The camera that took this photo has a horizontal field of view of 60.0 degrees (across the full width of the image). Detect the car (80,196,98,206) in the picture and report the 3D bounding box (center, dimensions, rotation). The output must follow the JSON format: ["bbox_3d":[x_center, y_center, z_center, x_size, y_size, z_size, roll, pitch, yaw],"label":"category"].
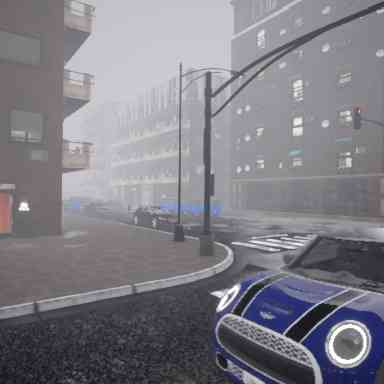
[{"bbox_3d":[-18.107,1.597,58.349,1.967,1.590,4.097,1,-1,-35],"label":"car"}]

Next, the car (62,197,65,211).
[{"bbox_3d":[-15.065,1.580,40.059,2.008,1.369,4.403,1,-1,-35],"label":"car"}]

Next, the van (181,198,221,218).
[{"bbox_3d":[0.953,1.439,30.719,1.690,1.788,3.998,1,-1,-35],"label":"van"}]

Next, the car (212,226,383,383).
[{"bbox_3d":[2.460,1.352,4.701,4.553,1.767,2.097,0,0,-35],"label":"car"}]

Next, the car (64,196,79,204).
[{"bbox_3d":[-24.460,1.614,67.559,1.967,1.590,4.097,1,-1,-35],"label":"car"}]

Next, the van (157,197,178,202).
[{"bbox_3d":[-2.224,1.450,35.325,1.690,1.788,3.998,1,-1,-35],"label":"van"}]

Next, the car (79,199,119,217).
[{"bbox_3d":[-8.712,1.591,30.849,1.802,1.307,4.206,1,-1,-35],"label":"car"}]

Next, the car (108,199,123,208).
[{"bbox_3d":[-11.755,1.683,49.138,1.887,1.381,4.507,1,-1,-35],"label":"car"}]

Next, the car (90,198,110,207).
[{"bbox_3d":[-14.931,1.730,53.742,1.802,1.307,4.206,1,-1,-35],"label":"car"}]

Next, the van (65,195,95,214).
[{"bbox_3d":[-11.886,1.361,35.455,1.690,1.788,3.998,1,-1,-35],"label":"van"}]

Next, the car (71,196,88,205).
[{"bbox_3d":[-21.283,1.605,62.954,1.967,1.590,4.097,1,-1,-35],"label":"car"}]

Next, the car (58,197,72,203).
[{"bbox_3d":[-27.637,1.727,72.163,1.887,1.381,4.507,1,-1,-35],"label":"car"}]

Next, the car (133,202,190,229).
[{"bbox_3d":[-2.358,1.539,21.639,2.008,1.369,4.403,1,-1,-35],"label":"car"}]
